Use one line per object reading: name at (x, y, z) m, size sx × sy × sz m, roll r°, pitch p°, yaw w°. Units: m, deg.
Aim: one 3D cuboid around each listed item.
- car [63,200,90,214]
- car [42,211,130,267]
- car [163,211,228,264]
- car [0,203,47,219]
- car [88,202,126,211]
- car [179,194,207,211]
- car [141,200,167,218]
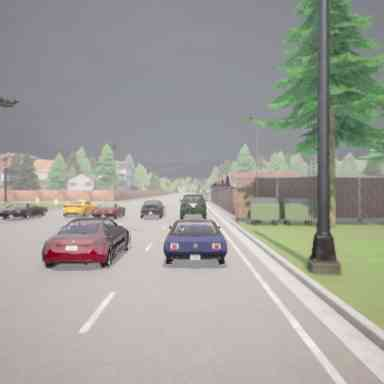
car at (-10.392, 1.440, 31.151) m, size 1.882 × 1.535 × 5.008 m, roll 0°, pitch 0°, yaw 0°
car at (-3.398, 1.550, 11.399) m, size 1.994 × 1.385 × 4.181 m, roll 0°, pitch 0°, yaw 0°
car at (0.102, 1.586, 11.784) m, size 1.895 × 1.301 × 4.718 m, roll 0°, pitch 0°, yaw 0°
car at (-14.027, 1.567, 28.053) m, size 1.895 × 1.301 × 4.718 m, roll 0°, pitch 0°, yaw 0°
car at (-6.894, 1.567, 28.040) m, size 1.895 × 1.301 × 4.718 m, roll 0°, pitch 0°, yaw 0°
car at (0.106, 1.187, 28.662) m, size 2.150 × 2.045 × 5.566 m, roll 0°, pitch 0°, yaw 0°
car at (-3.394, 1.469, 29.645) m, size 1.837 × 1.490 × 4.892 m, roll 0°, pitch 0°, yaw 0°
